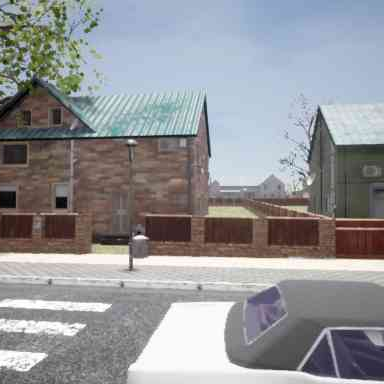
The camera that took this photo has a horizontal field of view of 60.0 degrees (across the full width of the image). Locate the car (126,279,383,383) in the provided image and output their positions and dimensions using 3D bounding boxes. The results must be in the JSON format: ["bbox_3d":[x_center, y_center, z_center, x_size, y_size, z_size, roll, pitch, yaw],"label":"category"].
[{"bbox_3d":[1.887,1.645,3.258,4.718,1.301,1.895,-1,-1,8],"label":"car"}]
